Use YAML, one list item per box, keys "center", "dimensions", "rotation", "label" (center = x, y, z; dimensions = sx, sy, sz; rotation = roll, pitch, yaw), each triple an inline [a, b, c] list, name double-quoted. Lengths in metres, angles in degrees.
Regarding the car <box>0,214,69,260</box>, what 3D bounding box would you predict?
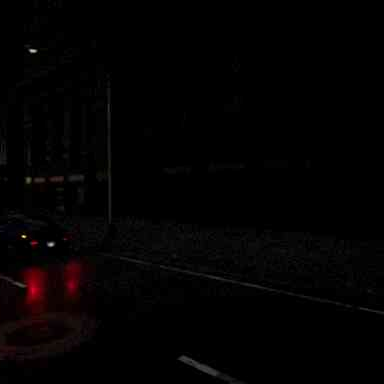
- center: [-6.411, 1.571, 12.643]
  dimensions: [4.674, 1.442, 1.812]
  rotation: [-1, 0, 42]
  label: "car"
